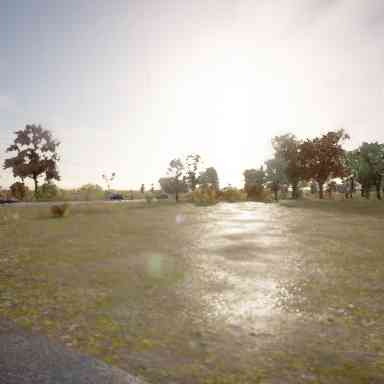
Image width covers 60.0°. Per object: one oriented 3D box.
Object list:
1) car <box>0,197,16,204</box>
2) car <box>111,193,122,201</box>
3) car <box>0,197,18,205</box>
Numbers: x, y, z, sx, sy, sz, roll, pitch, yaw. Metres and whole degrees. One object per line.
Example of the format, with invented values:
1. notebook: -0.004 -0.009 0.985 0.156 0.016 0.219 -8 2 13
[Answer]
1. car: -38.637 1.699 67.526 1.895 1.301 4.718 0 0 34
2. car: -21.876 1.409 92.555 2.150 2.045 5.566 0 0 34
3. car: -34.529 1.632 61.058 1.812 1.442 4.674 0 0 34
